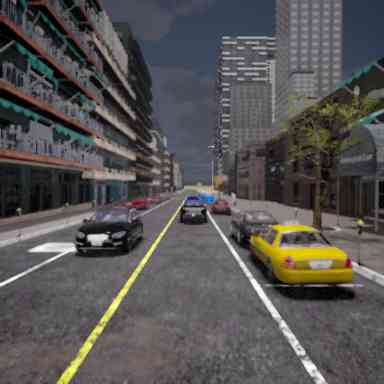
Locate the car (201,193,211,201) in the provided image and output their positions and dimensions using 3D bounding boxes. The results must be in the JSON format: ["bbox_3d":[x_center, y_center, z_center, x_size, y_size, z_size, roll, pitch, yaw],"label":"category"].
[{"bbox_3d":[2.687,1.028,64.843,1.887,1.381,4.507,-1,0,0],"label":"car"}]

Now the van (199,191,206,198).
[{"bbox_3d":[2.687,0.631,87.161,1.690,1.788,3.998,-1,1,0],"label":"van"}]

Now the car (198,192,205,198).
[{"bbox_3d":[2.692,0.805,92.744,1.947,1.339,4.313,-1,1,0],"label":"car"}]

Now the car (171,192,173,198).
[{"bbox_3d":[-5.694,0.877,70.381,1.967,1.590,4.097,-1,0,0],"label":"car"}]

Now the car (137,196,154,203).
[{"bbox_3d":[-5.698,1.257,36.900,1.887,1.381,4.507,-1,0,0],"label":"car"}]

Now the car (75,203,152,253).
[{"bbox_3d":[-3.098,1.390,13.304,2.128,1.511,4.902,0,0,0],"label":"car"}]

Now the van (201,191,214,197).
[{"bbox_3d":[2.681,0.916,53.681,1.690,1.788,3.998,-1,0,0],"label":"van"}]

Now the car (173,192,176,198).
[{"bbox_3d":[-5.690,0.841,87.123,2.008,1.369,4.403,-1,0,0],"label":"car"}]

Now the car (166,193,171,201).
[{"bbox_3d":[-5.694,1.035,64.803,2.008,1.369,4.403,-1,0,0],"label":"car"}]

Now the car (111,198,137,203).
[{"bbox_3d":[-5.699,1.384,25.741,1.802,1.307,4.206,-1,0,0],"label":"car"}]

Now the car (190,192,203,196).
[{"bbox_3d":[0.106,1.150,41.719,1.882,1.535,5.008,0,0,0],"label":"car"}]

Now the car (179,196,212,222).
[{"bbox_3d":[0.103,1.303,24.285,2.128,1.511,4.902,0,0,0],"label":"car"}]

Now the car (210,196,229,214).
[{"bbox_3d":[2.682,1.339,31.364,1.802,1.307,4.206,-1,0,0],"label":"car"}]

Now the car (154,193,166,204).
[{"bbox_3d":[-5.695,1.158,53.641,1.802,1.307,4.206,-1,0,0],"label":"car"}]

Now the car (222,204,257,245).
[{"bbox_3d":[2.683,1.439,14.624,2.008,1.369,4.403,-1,0,0],"label":"car"}]

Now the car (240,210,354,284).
[{"bbox_3d":[2.668,1.455,9.216,1.752,1.417,4.829,-1,0,0],"label":"car"}]
